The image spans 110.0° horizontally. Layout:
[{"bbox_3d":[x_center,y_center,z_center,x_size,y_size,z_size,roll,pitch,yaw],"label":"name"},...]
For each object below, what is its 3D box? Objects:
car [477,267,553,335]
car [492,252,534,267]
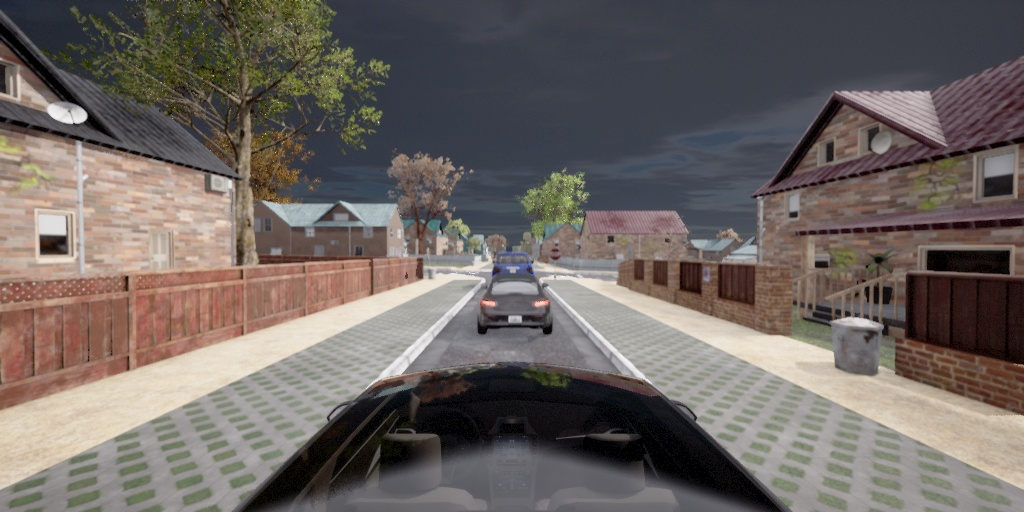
[{"bbox_3d":[0.079,1.195,10.111,1.812,1.442,4.674,0,1,0],"label":"car"},{"bbox_3d":[0.054,0.801,19.926,2.150,2.045,5.566,0,1,0],"label":"car"}]
